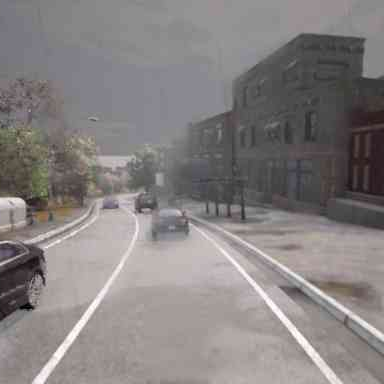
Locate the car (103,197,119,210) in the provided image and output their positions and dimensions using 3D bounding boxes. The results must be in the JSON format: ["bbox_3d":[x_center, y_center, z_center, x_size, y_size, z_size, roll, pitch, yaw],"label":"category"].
[{"bbox_3d":[-11.342,1.459,46.448,2.097,1.767,4.553,-2,0,-15],"label":"car"}]

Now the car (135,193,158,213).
[{"bbox_3d":[-5.207,1.194,37.802,2.150,2.045,5.566,-2,0,-15],"label":"car"}]

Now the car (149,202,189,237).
[{"bbox_3d":[-1.231,1.494,17.824,1.812,1.442,4.674,-1,0,-7],"label":"car"}]

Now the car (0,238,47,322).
[{"bbox_3d":[-3.832,1.504,4.971,2.128,1.511,4.902,0,0,-3],"label":"car"}]
